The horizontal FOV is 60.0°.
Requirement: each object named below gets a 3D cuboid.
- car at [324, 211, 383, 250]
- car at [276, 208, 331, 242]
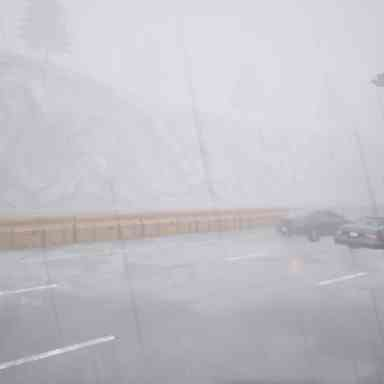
[{"bbox_3d":[7.939,1.560,13.150,5.357,1.411,2.033,0,0,-30],"label":"car"},{"bbox_3d":[6.170,1.530,16.170,4.674,1.442,1.812,0,0,-30],"label":"car"}]
